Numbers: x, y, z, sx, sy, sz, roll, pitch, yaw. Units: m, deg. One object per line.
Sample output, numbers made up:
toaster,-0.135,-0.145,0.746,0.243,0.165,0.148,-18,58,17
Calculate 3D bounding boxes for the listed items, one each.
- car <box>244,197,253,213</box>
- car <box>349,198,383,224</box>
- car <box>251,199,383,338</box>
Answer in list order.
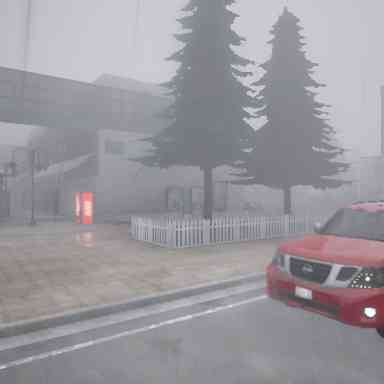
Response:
car,5.839,1.337,36.086,2.097,1.767,4.553,0,0,-34
car,14.000,1.337,23.877,2.097,1.767,4.553,0,0,-34
car,4.026,1.221,6.771,5.566,2.045,2.150,0,0,-34
